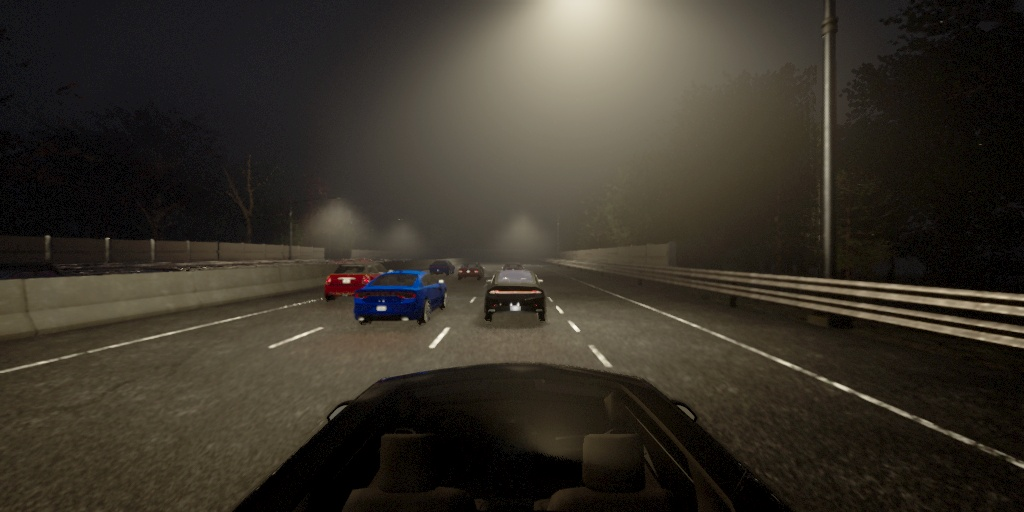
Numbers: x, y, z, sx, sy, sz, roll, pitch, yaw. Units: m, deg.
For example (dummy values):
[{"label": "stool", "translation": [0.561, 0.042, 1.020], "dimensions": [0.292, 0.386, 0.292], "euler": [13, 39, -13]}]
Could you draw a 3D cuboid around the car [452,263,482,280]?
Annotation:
[{"label": "car", "translation": [-3.408, 1.256, 30.466], "dimensions": [2.033, 1.411, 5.357], "euler": [0, 0, 0]}]

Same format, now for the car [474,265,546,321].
[{"label": "car", "translation": [0.097, 1.223, 12.343], "dimensions": [2.128, 1.511, 4.902], "euler": [0, 0, 0]}]

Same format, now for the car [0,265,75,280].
[{"label": "car", "translation": [-21.105, 1.274, 15.259], "dimensions": [2.033, 1.411, 5.357], "euler": [0, 0, 0]}]

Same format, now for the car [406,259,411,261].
[{"label": "car", "translation": [-17.550, 1.228, 59.658], "dimensions": [2.033, 1.411, 5.357], "euler": [0, 0, 1]}]

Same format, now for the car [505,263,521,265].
[{"label": "car", "translation": [0.092, 1.256, 30.474], "dimensions": [2.033, 1.411, 5.357], "euler": [0, 0, 0]}]

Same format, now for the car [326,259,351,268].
[{"label": "car", "translation": [-28.041, 1.206, 58.059], "dimensions": [1.812, 1.442, 4.674], "euler": [0, 0, 0]}]

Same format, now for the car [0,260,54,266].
[{"label": "car", "translation": [-24.602, 1.075, 17.123], "dimensions": [2.097, 1.767, 4.553], "euler": [0, 0, 0]}]

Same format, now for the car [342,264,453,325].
[{"label": "car", "translation": [-3.400, 1.210, 11.816], "dimensions": [1.882, 1.535, 5.008], "euler": [0, 0, 0]}]

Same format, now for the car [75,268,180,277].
[{"label": "car", "translation": [-17.603, 1.287, 17.428], "dimensions": [1.994, 1.385, 4.181], "euler": [0, 0, 0]}]

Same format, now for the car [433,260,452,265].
[{"label": "car", "translation": [-6.907, 1.180, 35.849], "dimensions": [1.882, 1.535, 5.008], "euler": [0, 0, 0]}]

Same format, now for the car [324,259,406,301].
[{"label": "car", "translation": [-6.905, 1.076, 17.090], "dimensions": [2.097, 1.767, 4.553], "euler": [0, 0, 0]}]
